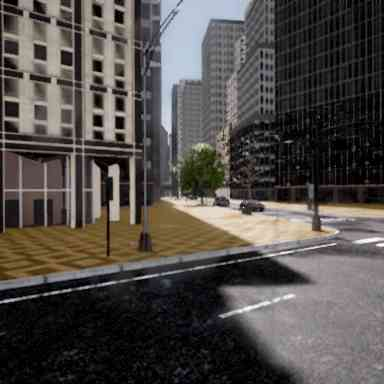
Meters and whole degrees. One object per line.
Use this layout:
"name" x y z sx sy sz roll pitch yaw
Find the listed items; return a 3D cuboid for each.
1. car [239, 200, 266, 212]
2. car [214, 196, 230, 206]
"car" 7.133 1.612 39.999 2.033 1.411 5.357 0 0 -7
"car" 5.035 1.501 56.274 2.097 1.767 4.553 0 0 -7
